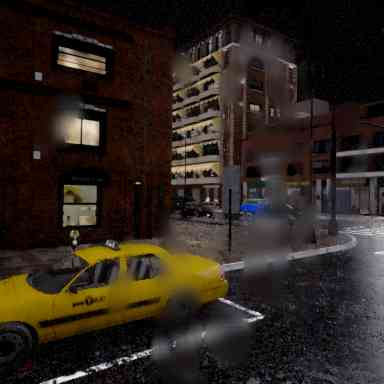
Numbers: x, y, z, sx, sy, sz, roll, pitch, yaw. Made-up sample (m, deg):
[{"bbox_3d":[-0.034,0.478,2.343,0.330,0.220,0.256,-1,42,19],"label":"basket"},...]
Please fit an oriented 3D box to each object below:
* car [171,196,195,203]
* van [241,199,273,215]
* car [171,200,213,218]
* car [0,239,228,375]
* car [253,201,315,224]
[{"bbox_3d":[-0.799,1.490,37.960,2.150,2.045,5.566,1,-1,-35],"label":"car"},{"bbox_3d":[7.129,1.657,36.645,1.690,1.788,3.998,1,-1,-35],"label":"van"},{"bbox_3d":[0.231,1.732,31.886,1.947,1.339,4.313,1,-1,-35],"label":"car"},{"bbox_3d":[-1.595,1.526,5.572,4.829,1.417,1.752,0,1,-35],"label":"car"},{"bbox_3d":[7.325,1.654,26.181,1.812,1.442,4.674,1,-1,-35],"label":"car"}]
